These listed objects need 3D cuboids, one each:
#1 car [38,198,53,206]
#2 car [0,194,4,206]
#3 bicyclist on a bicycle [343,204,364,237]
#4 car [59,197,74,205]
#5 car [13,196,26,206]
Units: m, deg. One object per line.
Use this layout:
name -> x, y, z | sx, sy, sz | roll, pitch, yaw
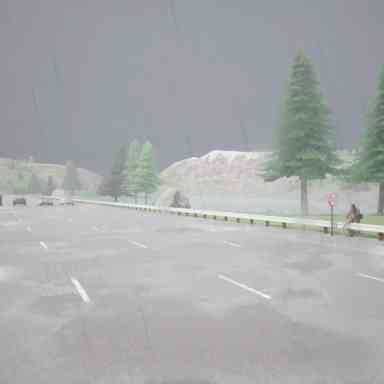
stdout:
car -> -24.036, 1.601, 54.446 | 1.895, 1.301, 4.718 | 0, 0, -31
car -> -32.004, 1.221, 54.156 | 2.150, 2.045, 5.566 | 0, 0, -31
bicyclist on a bicycle -> 8.097, 1.437, 16.590 | 1.656, 1.620, 0.582 | 5, -2, -30
car -> -21.663, 1.526, 57.301 | 1.812, 1.442, 4.674 | 0, 0, -30
car -> -29.355, 1.491, 56.549 | 2.128, 1.511, 4.902 | 0, 0, -31
